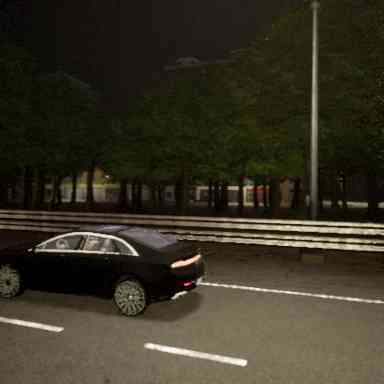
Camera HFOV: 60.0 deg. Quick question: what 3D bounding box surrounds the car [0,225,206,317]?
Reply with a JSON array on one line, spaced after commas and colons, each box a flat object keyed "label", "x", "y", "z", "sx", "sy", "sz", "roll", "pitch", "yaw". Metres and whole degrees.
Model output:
[{"label": "car", "x": -2.133, "y": 1.492, "z": 7.265, "sx": 4.902, "sy": 1.511, "sz": 2.128, "roll": 1, "pitch": 0, "yaw": 19}]
